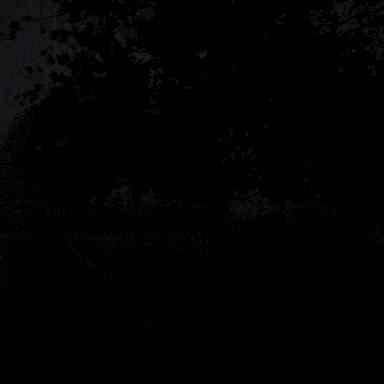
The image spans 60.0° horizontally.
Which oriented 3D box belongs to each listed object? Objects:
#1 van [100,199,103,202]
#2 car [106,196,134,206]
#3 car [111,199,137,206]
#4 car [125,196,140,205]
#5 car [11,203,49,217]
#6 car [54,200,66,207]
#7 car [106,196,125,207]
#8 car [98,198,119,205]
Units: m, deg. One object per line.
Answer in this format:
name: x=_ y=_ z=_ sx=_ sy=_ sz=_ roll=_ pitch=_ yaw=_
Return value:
van: x=-19.303 y=2.225 z=79.974 sx=4.442 sy=1.987 sz=1.878 roll=1 pitch=-2 yaw=-30
car: x=-16.170 y=2.022 z=74.635 sx=5.566 sy=2.045 sz=2.435 roll=1 pitch=-2 yaw=-30
car: x=-14.699 y=2.206 z=72.109 sx=5.008 sy=1.535 sz=2.097 roll=1 pitch=-2 yaw=-30
car: x=-13.214 y=2.011 z=69.466 sx=4.553 sy=1.767 sz=2.185 roll=1 pitch=-2 yaw=-30
car: x=-16.181 y=1.784 z=33.333 sx=1.994 sy=1.385 sz=4.181 roll=0 pitch=0 yaw=0
car: x=-24.888 y=1.839 z=65.287 sx=5.566 sy=2.045 sz=2.435 roll=1 pitch=-2 yaw=-30
car: x=-13.824 y=1.719 z=60.449 sx=2.150 sy=2.045 sz=5.566 roll=0 pitch=-1 yaw=-10
car: x=-20.724 y=2.422 z=82.654 sx=4.553 sy=1.767 sz=2.185 roll=1 pitch=-2 yaw=-30
